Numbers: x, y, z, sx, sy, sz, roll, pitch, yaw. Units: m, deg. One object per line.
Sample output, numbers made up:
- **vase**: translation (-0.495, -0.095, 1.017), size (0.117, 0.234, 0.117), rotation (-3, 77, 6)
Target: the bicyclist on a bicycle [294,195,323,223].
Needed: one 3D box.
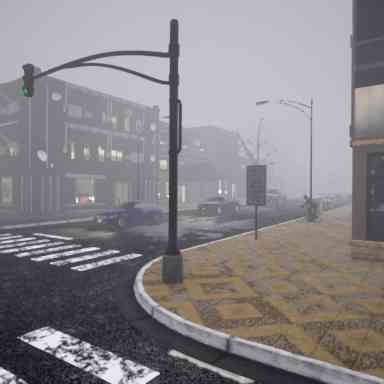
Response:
- **bicyclist on a bicycle**: translation (6.830, 1.003, 19.562), size (1.656, 1.620, 0.582), rotation (0, 1, 35)

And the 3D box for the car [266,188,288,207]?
- **car**: translation (9.286, 0.572, 38.422), size (2.150, 2.045, 5.566), rotation (1, 1, 35)

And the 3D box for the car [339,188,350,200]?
- **car**: translation (24.284, 0.572, 54.508), size (2.033, 1.411, 5.357), rotation (1, 1, 36)

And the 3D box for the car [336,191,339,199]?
- **car**: translation (18.598, 0.788, 46.274), size (1.895, 1.301, 4.718), rotation (1, 1, 35)

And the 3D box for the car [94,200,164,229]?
- **car**: translation (-3.600, 1.247, 19.843), size (1.812, 1.442, 4.674), rotation (1, 1, 37)

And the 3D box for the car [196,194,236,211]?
- **car**: translation (2.450, 1.010, 33.340), size (2.008, 1.369, 4.403), rotation (2, 2, 35)

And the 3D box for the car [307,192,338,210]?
- **car**: translation (12.711, 0.993, 33.029), size (2.008, 1.369, 4.403), rotation (2, 2, 35)

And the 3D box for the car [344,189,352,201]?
- **car**: translation (25.481, 0.619, 51.641), size (1.887, 1.381, 4.507), rotation (2, 2, 35)

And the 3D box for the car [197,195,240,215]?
- **car**: translation (2.350, 1.027, 28.437), size (1.882, 1.535, 5.008), rotation (1, 1, 35)
